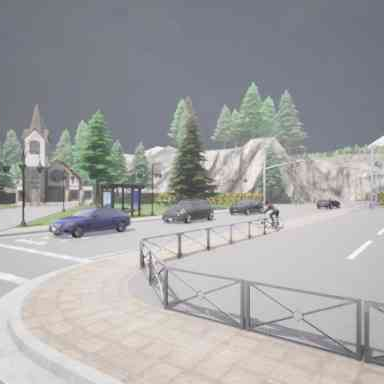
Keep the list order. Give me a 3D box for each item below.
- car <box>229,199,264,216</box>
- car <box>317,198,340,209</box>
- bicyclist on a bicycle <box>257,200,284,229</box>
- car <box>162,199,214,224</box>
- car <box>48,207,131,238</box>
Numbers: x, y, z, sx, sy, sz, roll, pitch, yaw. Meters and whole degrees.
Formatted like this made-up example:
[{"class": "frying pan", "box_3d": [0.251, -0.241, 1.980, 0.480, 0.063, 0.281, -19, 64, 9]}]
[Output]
[{"class": "car", "box_3d": [5.557, 1.492, 33.600, 1.882, 1.535, 5.008, 0, 0, 35]}, {"class": "car", "box_3d": [18.471, 1.506, 44.930, 2.128, 1.511, 4.902, 0, 0, 42]}, {"class": "bicyclist on a bicycle", "box_3d": [4.455, 1.315, 18.990, 1.656, 1.620, 0.582, 0, 0, 35]}, {"class": "car", "box_3d": [-0.239, 1.366, 25.328, 2.097, 1.767, 4.553, 0, 0, 35]}, {"class": "car", "box_3d": [-5.359, 1.540, 18.012, 1.812, 1.442, 4.674, 0, 0, 35]}]
